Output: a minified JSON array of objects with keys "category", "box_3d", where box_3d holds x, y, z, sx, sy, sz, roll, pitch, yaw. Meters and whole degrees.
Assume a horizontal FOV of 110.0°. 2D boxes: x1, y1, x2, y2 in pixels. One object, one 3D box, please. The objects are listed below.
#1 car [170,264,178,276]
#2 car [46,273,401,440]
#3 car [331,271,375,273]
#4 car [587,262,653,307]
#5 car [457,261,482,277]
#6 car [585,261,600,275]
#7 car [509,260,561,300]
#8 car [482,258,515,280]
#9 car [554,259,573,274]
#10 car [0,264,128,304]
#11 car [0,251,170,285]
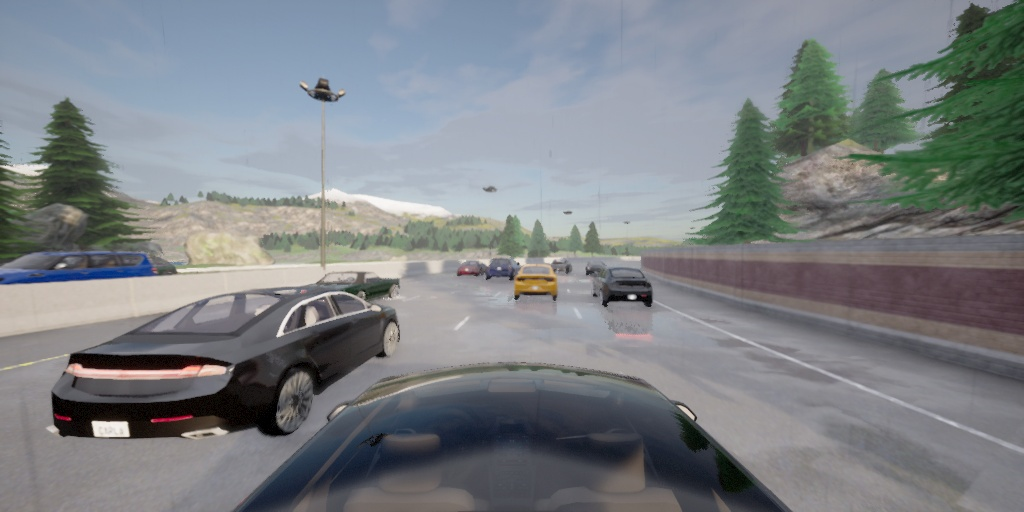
[{"category":"car","box_3d":[-23.144,0.891,21.603,2.097,1.767,4.553,0,0,8]},{"category":"car","box_3d":[-3.245,1.203,5.390,2.128,1.511,4.902,0,0,2]},{"category":"car","box_3d":[-6.189,1.239,14.331,1.895,1.301,4.718,0,0,5]},{"category":"car","box_3d":[4.509,1.183,15.155,1.837,1.490,4.892,0,1,6]},{"category":"car","box_3d":[-3.341,1.094,31.837,1.994,1.385,4.181,0,0,12]},{"category":"car","box_3d":[8.209,1.157,34.946,1.895,1.301,4.718,0,0,15]},{"category":"car","box_3d":[1.210,1.127,17.148,1.882,1.535,5.008,0,1,6]},{"category":"car","box_3d":[-0.532,0.918,28.235,2.097,1.767,4.553,0,0,11]},{"category":"car","box_3d":[5.059,1.023,36.593,2.128,1.511,4.902,0,0,15]},{"category":"car","box_3d":[-20.321,1.122,15.217,2.033,1.411,5.357,0,0,6]},{"category":"car","box_3d":[-16.963,0.823,13.609,2.150,2.045,5.566,0,0,6]}]
